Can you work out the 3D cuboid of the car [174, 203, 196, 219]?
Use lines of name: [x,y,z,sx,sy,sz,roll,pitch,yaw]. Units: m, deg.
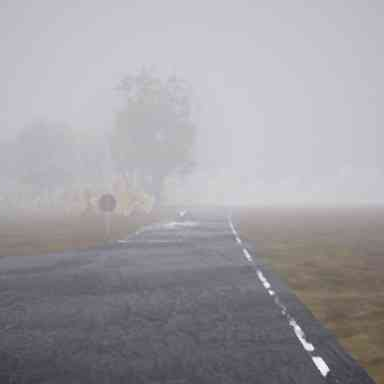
car: [-0.700,1.931,34.174,2.128,1.511,4.902,-1,-1,6]
